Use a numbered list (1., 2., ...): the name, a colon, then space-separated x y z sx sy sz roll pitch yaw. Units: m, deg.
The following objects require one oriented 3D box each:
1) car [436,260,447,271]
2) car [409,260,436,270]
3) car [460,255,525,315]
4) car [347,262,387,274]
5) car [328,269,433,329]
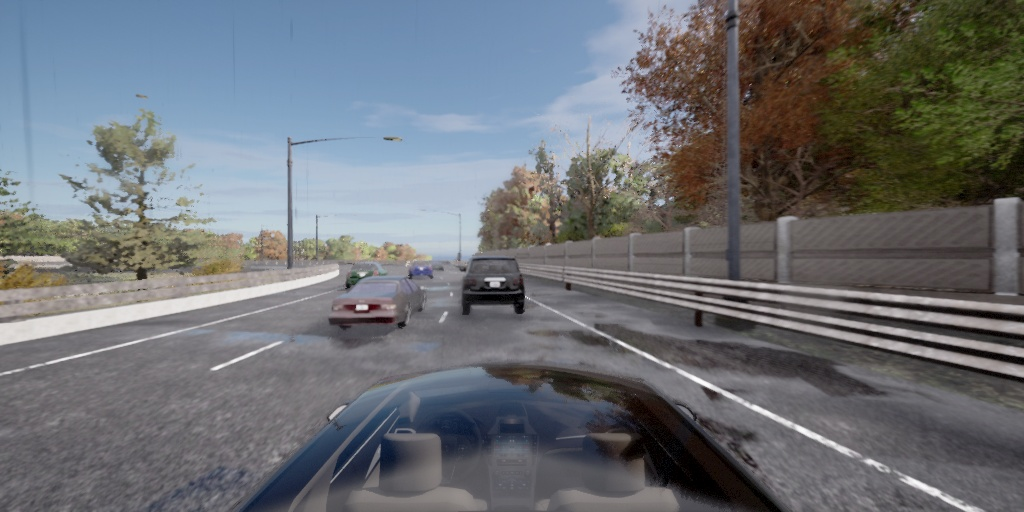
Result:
1. car: -11.085 1.464 51.750 1.994 1.385 4.181 0 0 -18
2. car: -8.885 1.209 34.796 2.097 1.767 4.553 0 0 -17
3. car: -0.842 0.999 14.043 2.150 2.045 5.566 0 0 -6
4. car: -9.616 1.194 24.130 2.097 1.767 4.553 0 0 -12
5. car: -3.976 1.336 11.443 2.033 1.411 5.357 0 0 -5
